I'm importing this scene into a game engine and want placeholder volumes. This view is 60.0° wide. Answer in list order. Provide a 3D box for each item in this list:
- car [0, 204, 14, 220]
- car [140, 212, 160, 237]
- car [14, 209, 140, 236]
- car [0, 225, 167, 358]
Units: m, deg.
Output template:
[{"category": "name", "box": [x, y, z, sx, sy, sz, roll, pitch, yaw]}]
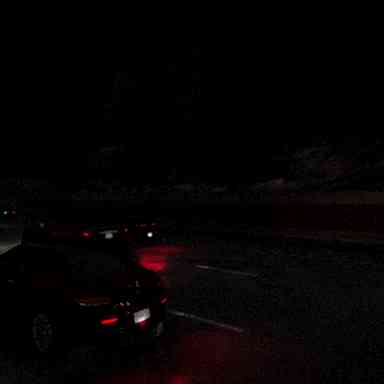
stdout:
[{"category": "car", "box": [-17.305, 1.826, 29.950, 2.033, 1.411, 5.357, 0, 0, -40]}, {"category": "car", "box": [-3.661, 1.625, 16.113, 4.892, 1.490, 1.837, -1, 0, 41]}, {"category": "car", "box": [-4.294, 1.450, 12.059, 4.553, 1.767, 2.097, -1, -1, 40]}, {"category": "car", "box": [-2.516, 1.577, 6.063, 4.674, 1.442, 1.812, -1, 0, 38]}]
